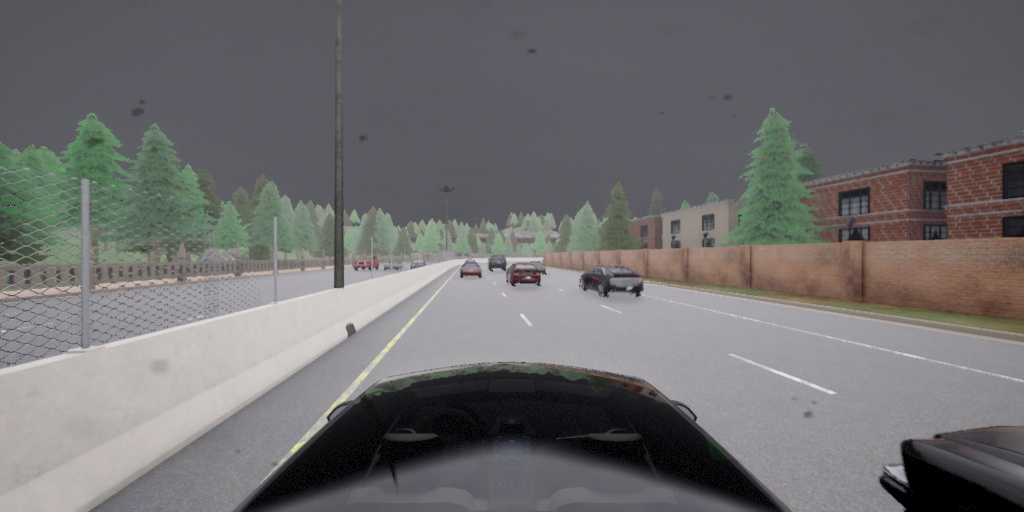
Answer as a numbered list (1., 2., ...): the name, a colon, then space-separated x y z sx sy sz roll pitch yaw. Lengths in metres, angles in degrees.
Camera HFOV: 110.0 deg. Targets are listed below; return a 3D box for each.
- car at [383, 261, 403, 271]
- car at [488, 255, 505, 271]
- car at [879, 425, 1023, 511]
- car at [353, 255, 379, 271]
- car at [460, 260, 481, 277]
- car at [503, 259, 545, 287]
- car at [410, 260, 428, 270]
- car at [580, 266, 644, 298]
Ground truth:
1. car: -16.414 1.324 49.701 1.895 1.301 4.718 0 0 -7
2. car: -1.949 0.941 47.412 2.150 2.045 5.566 0 0 -7
3. car: 3.579 1.351 0.252 1.895 1.301 4.718 0 0 -7
4. car: -19.877 0.934 49.171 2.150 2.045 5.566 0 0 -7
5. car: -4.000 1.293 34.843 1.994 1.385 4.181 0 0 -7
6. car: 0.705 1.213 24.763 1.882 1.535 5.008 0 0 -7
7. car: -12.898 1.250 49.733 1.812 1.442 4.674 0 0 -7
8. car: 4.968 1.230 18.460 2.128 1.511 4.902 0 0 -7
